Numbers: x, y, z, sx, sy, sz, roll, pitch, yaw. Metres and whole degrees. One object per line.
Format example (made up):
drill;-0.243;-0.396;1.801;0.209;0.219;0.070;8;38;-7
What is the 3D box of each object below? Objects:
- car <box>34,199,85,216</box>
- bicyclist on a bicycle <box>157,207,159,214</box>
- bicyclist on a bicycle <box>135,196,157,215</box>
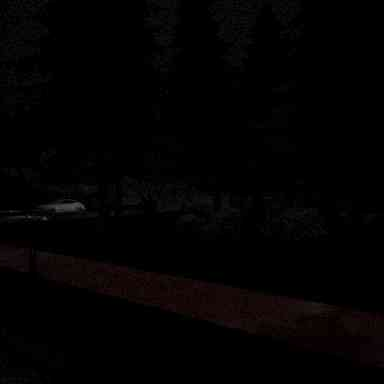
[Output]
car;-12.108;1.363;30.627;1.812;1.442;4.674;0;0;35
bicyclist on a bicycle;-3.563;1.143;28.944;1.656;1.620;0.582;0;0;22
bicyclist on a bicycle;-4.125;1.142;28.461;1.656;1.620;0.582;0;0;15
